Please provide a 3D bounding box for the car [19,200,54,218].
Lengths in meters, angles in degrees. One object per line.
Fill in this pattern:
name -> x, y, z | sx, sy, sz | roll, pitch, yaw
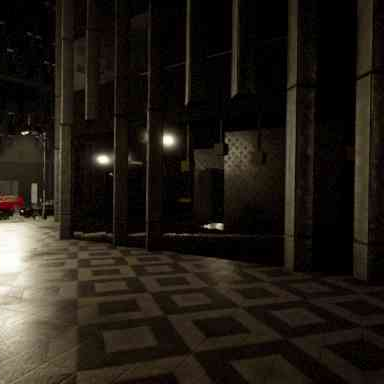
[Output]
car -> -13.865, 1.742, 31.227 | 1.947, 1.339, 4.313 | 1, 0, 35

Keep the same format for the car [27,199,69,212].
car -> -17.565, 1.634, 40.761 | 1.947, 1.339, 4.313 | 1, 0, 35

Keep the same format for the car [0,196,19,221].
car -> -17.118, 1.463, 26.616 | 2.192, 1.841, 5.009 | 1, 0, 35

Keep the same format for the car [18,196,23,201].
car -> -20.818, 1.354, 36.152 | 2.192, 1.841, 5.009 | 1, 0, 35
